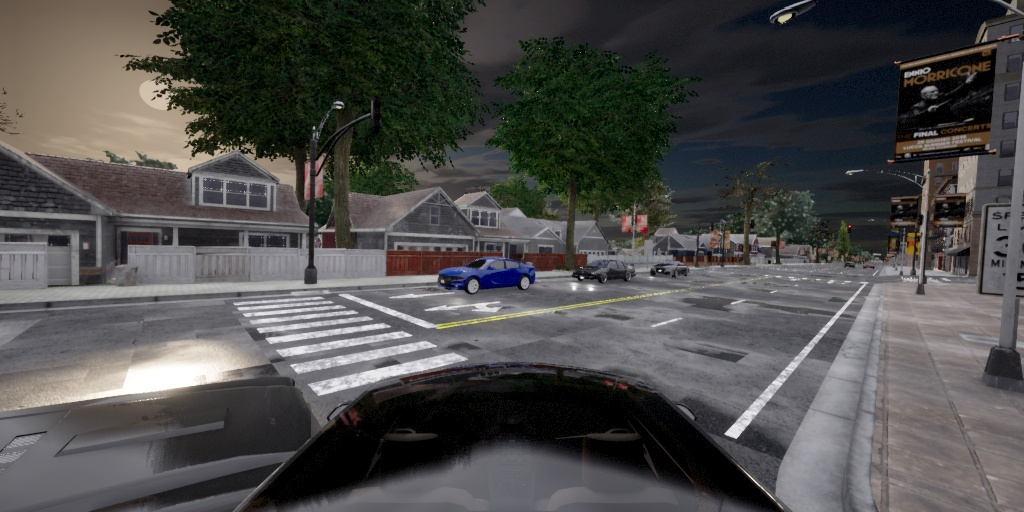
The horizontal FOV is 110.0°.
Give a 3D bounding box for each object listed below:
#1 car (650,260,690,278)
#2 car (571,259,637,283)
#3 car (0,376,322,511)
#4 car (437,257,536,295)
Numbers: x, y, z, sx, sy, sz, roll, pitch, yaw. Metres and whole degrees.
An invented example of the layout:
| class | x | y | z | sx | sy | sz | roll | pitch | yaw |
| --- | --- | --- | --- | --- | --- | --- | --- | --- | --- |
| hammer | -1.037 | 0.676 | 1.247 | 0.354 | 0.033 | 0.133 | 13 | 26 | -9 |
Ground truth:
| class | x | y | z | sx | sy | sz | roll | pitch | yaw |
| --- | --- | --- | --- | --- | --- | --- | --- | --- | --- |
| car | 13.382 | 1.021 | 30.299 | 4.181 | 1.385 | 1.994 | 1 | 2 | -44 |
| car | 6.152 | 0.934 | 23.411 | 5.357 | 1.411 | 2.033 | 1 | 2 | -44 |
| car | -3.315 | 1.281 | 1.350 | 4.718 | 1.301 | 1.895 | 1 | 2 | -34 |
| car | -1.047 | 0.797 | 16.525 | 5.008 | 1.535 | 1.882 | 0 | 2 | -44 |
